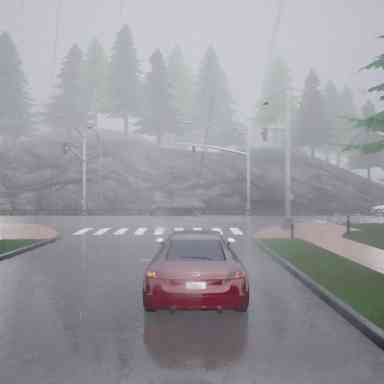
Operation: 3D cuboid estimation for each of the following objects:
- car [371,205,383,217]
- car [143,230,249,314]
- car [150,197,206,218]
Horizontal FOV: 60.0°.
[{"bbox_3d":[17.213,1.363,27.205,4.674,1.442,1.812,0,0,0],"label":"car"},{"bbox_3d":[0.084,1.564,7.685,1.994,1.385,4.181,0,0,0],"label":"car"},{"bbox_3d":[-1.166,1.189,27.248,4.553,1.767,2.097,0,0,0],"label":"car"}]
